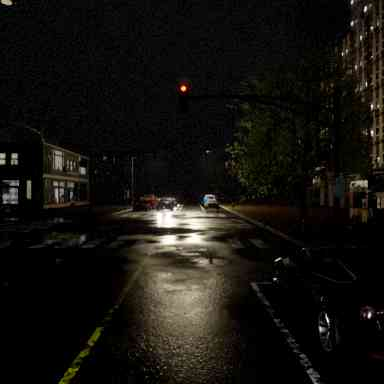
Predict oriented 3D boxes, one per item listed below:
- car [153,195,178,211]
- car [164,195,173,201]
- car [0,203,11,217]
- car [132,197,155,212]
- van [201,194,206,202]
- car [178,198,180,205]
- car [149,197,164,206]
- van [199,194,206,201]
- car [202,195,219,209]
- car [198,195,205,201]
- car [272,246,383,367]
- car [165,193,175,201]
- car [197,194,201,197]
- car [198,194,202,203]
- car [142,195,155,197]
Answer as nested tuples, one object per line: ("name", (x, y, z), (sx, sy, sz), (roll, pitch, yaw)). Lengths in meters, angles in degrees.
("car", (-3.144, 1.494, 40.040), (2.128, 1.511, 4.902), (0, 0, 0))
("car", (-5.793, 1.559, 82.670), (2.008, 1.369, 4.403), (0, 0, 0))
("car", (-17.303, 1.371, 27.250), (4.507, 1.381, 1.887), (1, -1, -1))
("car", (-5.735, 1.585, 38.262), (1.802, 1.307, 4.206), (0, 0, 0))
("van", (2.632, 1.345, 49.378), (1.690, 1.788, 3.998), (0, 0, 0))
("car", (-3.163, 1.568, 50.069), (1.994, 1.385, 4.181), (0, 0, -1))
("car", (-5.757, 1.555, 54.915), (2.008, 1.369, 4.403), (0, 0, 0))
("van", (2.590, 1.349, 82.683), (1.690, 1.788, 3.998), (0, 0, 0))
("car", (2.637, 1.528, 43.996), (1.752, 1.417, 4.829), (0, 0, 0))
("car", (2.581, 1.534, 88.404), (1.752, 1.417, 4.829), (0, 0, 0))
("car", (2.687, 1.566, 5.797), (1.947, 1.339, 4.313), (0, 0, 0))
("car", (-5.799, 1.324, 88.221), (2.192, 1.841, 5.009), (0, 0, 0))
("car", (2.602, 1.572, 71.581), (1.947, 1.339, 4.313), (0, 0, 0))
("car", (2.616, 1.556, 60.479), (2.008, 1.369, 4.403), (0, 0, 0))
("car", (-5.741, 1.318, 43.813), (2.192, 1.841, 5.009), (0, 0, 0))
